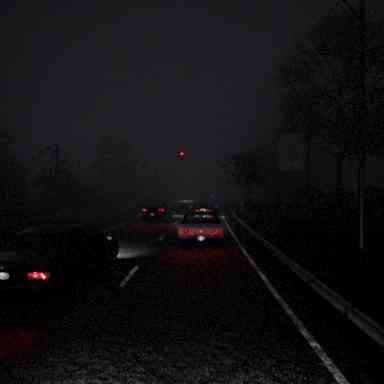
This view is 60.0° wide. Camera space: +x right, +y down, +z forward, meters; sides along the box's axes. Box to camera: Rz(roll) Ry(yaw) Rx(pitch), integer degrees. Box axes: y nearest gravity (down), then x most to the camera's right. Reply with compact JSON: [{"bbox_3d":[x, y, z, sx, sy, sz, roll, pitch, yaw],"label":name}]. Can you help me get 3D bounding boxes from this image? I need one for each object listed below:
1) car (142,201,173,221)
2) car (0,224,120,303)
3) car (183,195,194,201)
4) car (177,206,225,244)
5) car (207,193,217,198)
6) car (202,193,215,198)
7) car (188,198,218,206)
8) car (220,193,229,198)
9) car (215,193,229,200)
[{"bbox_3d":[-2.620,1.425,25.749,1.812,1.442,4.674,0,0,5],"label":"car"},{"bbox_3d":[-3.287,1.513,8.337,2.033,1.411,5.357,0,0,1],"label":"car"},{"bbox_3d":[-0.847,1.298,76.709,1.895,1.301,4.718,0,0,9],"label":"car"},{"bbox_3d":[0.415,1.541,15.309,1.895,1.301,4.718,0,0,2],"label":"car"},{"bbox_3d":[5.669,0.968,93.518,1.882,1.535,5.008,0,0,11],"label":"car"},{"bbox_3d":[3.796,1.197,83.322,2.128,1.511,4.902,0,0,10],"label":"car"},{"bbox_3d":[0.828,1.410,24.612,1.837,1.490,4.892,0,0,3],"label":"car"},{"bbox_3d":[9.187,0.989,93.266,1.882,1.535,5.008,0,0,11],"label":"car"},{"bbox_3d":[7.396,1.227,83.584,1.994,1.385,4.181,0,0,10],"label":"car"}]
